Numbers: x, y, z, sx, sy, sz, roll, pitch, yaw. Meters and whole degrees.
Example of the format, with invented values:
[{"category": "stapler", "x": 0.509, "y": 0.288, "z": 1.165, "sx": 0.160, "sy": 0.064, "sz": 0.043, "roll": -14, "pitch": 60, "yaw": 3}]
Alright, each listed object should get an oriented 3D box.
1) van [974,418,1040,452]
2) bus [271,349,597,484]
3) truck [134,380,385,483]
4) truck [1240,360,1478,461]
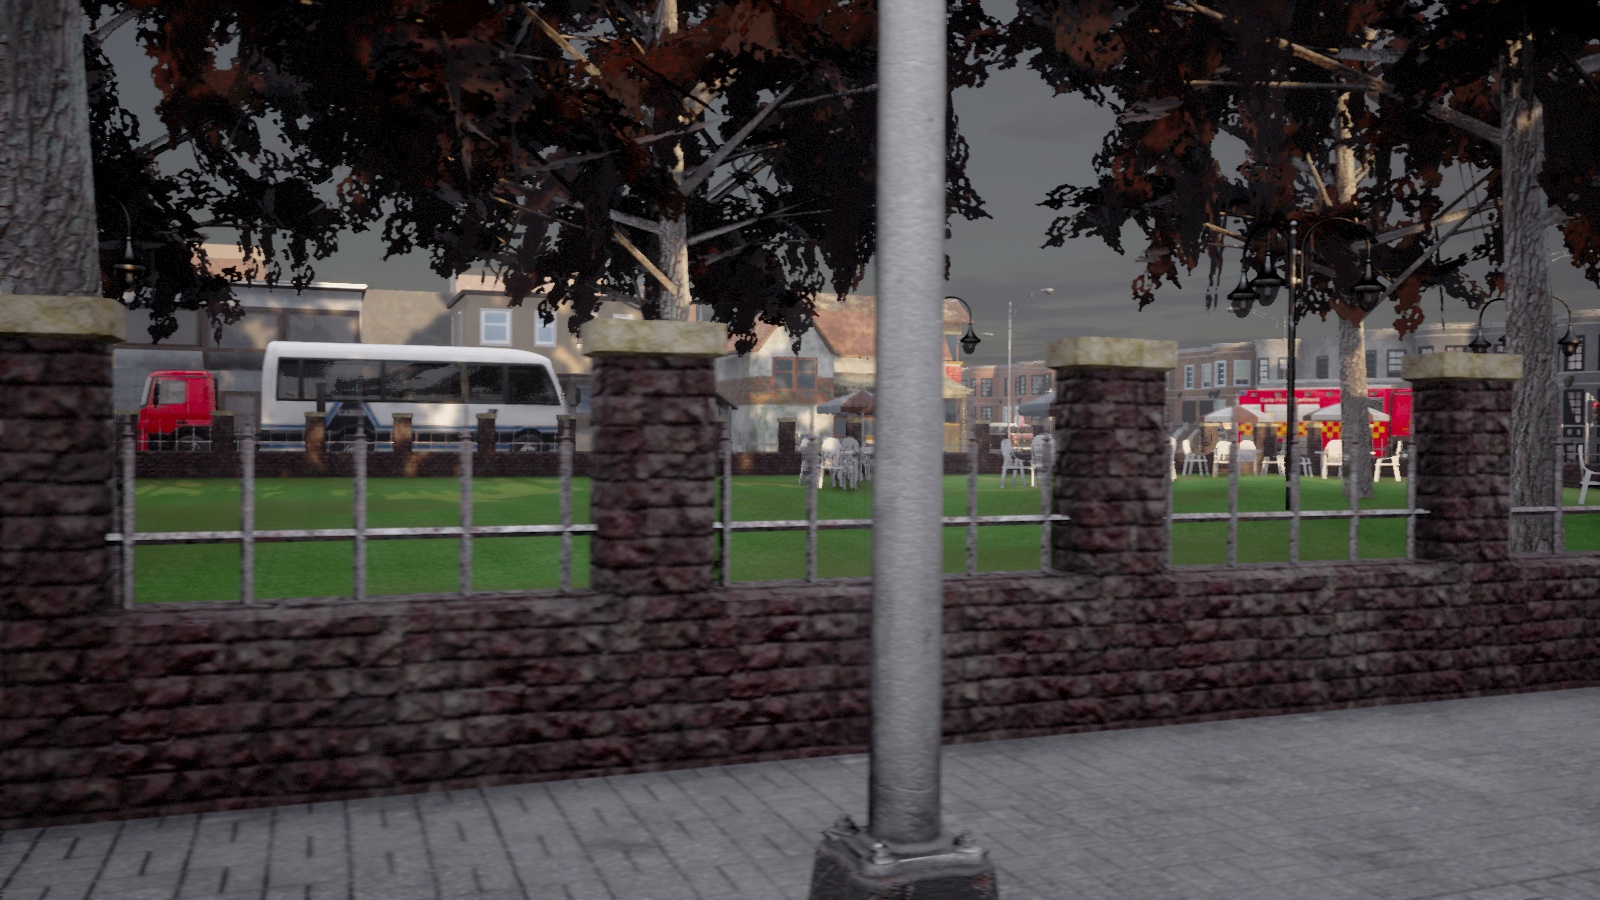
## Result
[{"category": "van", "x": 12.757, "y": -0.952, "z": 77.641, "sx": 2.069, "sy": 2.038, "sz": 4.480, "roll": -1, "pitch": 1, "yaw": -21}, {"category": "bus", "x": -12.497, "y": -1.153, "z": 43.146, "sx": 10.273, "sy": 4.253, "sz": 3.944, "roll": -1, "pitch": 1, "yaw": -21}, {"category": "truck", "x": -19.111, "y": -0.706, "z": 44.936, "sx": 7.936, "sy": 3.462, "sz": 2.891, "roll": -1, "pitch": 1, "yaw": -20}, {"category": "truck", "x": 22.788, "y": -1.524, "z": 51.540, "sx": 8.468, "sy": 3.827, "sz": 2.891, "roll": 0, "pitch": 1, "yaw": 40}]
